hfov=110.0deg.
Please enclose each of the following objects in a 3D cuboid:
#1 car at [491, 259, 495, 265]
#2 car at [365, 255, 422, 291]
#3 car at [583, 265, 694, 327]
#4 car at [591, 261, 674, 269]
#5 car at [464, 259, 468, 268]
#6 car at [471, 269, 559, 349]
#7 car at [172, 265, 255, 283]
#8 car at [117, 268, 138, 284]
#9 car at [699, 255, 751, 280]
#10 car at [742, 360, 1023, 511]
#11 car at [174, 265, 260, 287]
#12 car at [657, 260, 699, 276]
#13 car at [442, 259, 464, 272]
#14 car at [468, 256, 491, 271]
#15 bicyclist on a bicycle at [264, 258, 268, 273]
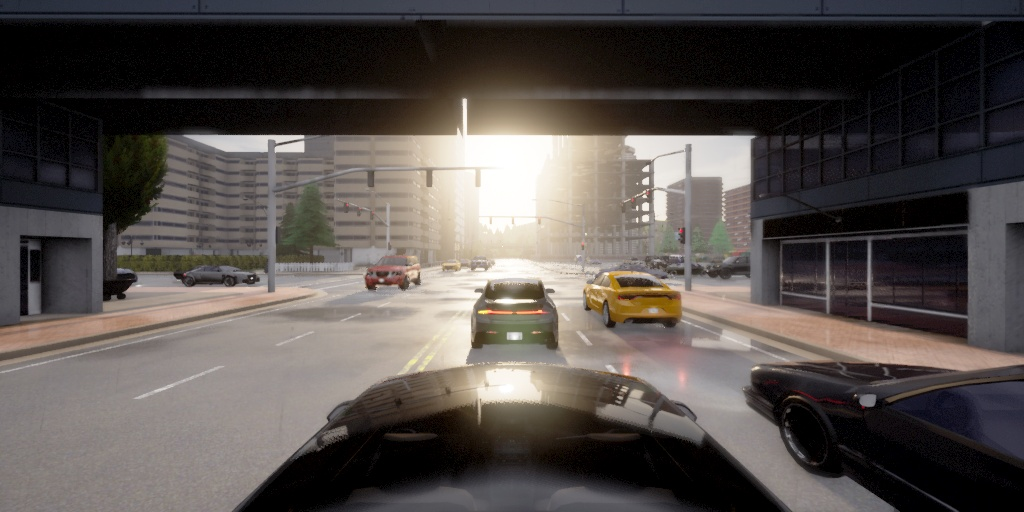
[{"bbox_3d":[-4.555,1.236,62.442,2.128,1.511,4.902,0,0,0],"label":"car"},{"bbox_3d":[-7.182,0.970,22.323,2.150,2.045,5.566,0,0,-1],"label":"car"},{"bbox_3d":[3.578,1.227,11.513,1.882,1.535,5.008,0,0,0],"label":"car"},{"bbox_3d":[9.184,1.296,27.745,5.357,1.411,2.033,0,0,3],"label":"car"},{"bbox_3d":[-8.050,1.225,59.894,1.882,1.535,5.008,0,0,0],"label":"car"},{"bbox_3d":[0.066,1.254,9.143,1.837,1.490,4.892,0,0,0],"label":"car"},{"bbox_3d":[-22.750,1.350,27.439,4.718,1.301,1.895,0,0,0],"label":"car"},{"bbox_3d":[-27.983,1.101,23.919,4.553,1.767,2.097,0,0,0],"label":"car"},{"bbox_3d":[19.904,0.970,31.375,5.566,2.045,2.150,0,0,1],"label":"car"},{"bbox_3d":[3.600,1.297,1.687,2.033,1.411,5.357,0,0,0],"label":"car"},{"bbox_3d":[-19.376,1.313,23.959,4.181,1.385,1.994,0,0,0],"label":"car"},{"bbox_3d":[16.892,1.349,34.914,4.718,1.301,1.895,0,0,0],"label":"car"},{"bbox_3d":[-7.990,1.225,47.676,1.882,1.535,5.008,0,0,0],"label":"car"},{"bbox_3d":[-4.506,0.969,50.558,2.150,2.045,5.566,0,0,0],"label":"car"},{"bbox_3d":[-25.995,1.049,38.409,0.582,1.620,1.656,0,0,0],"label":"bicyclist on a bicycle"}]
